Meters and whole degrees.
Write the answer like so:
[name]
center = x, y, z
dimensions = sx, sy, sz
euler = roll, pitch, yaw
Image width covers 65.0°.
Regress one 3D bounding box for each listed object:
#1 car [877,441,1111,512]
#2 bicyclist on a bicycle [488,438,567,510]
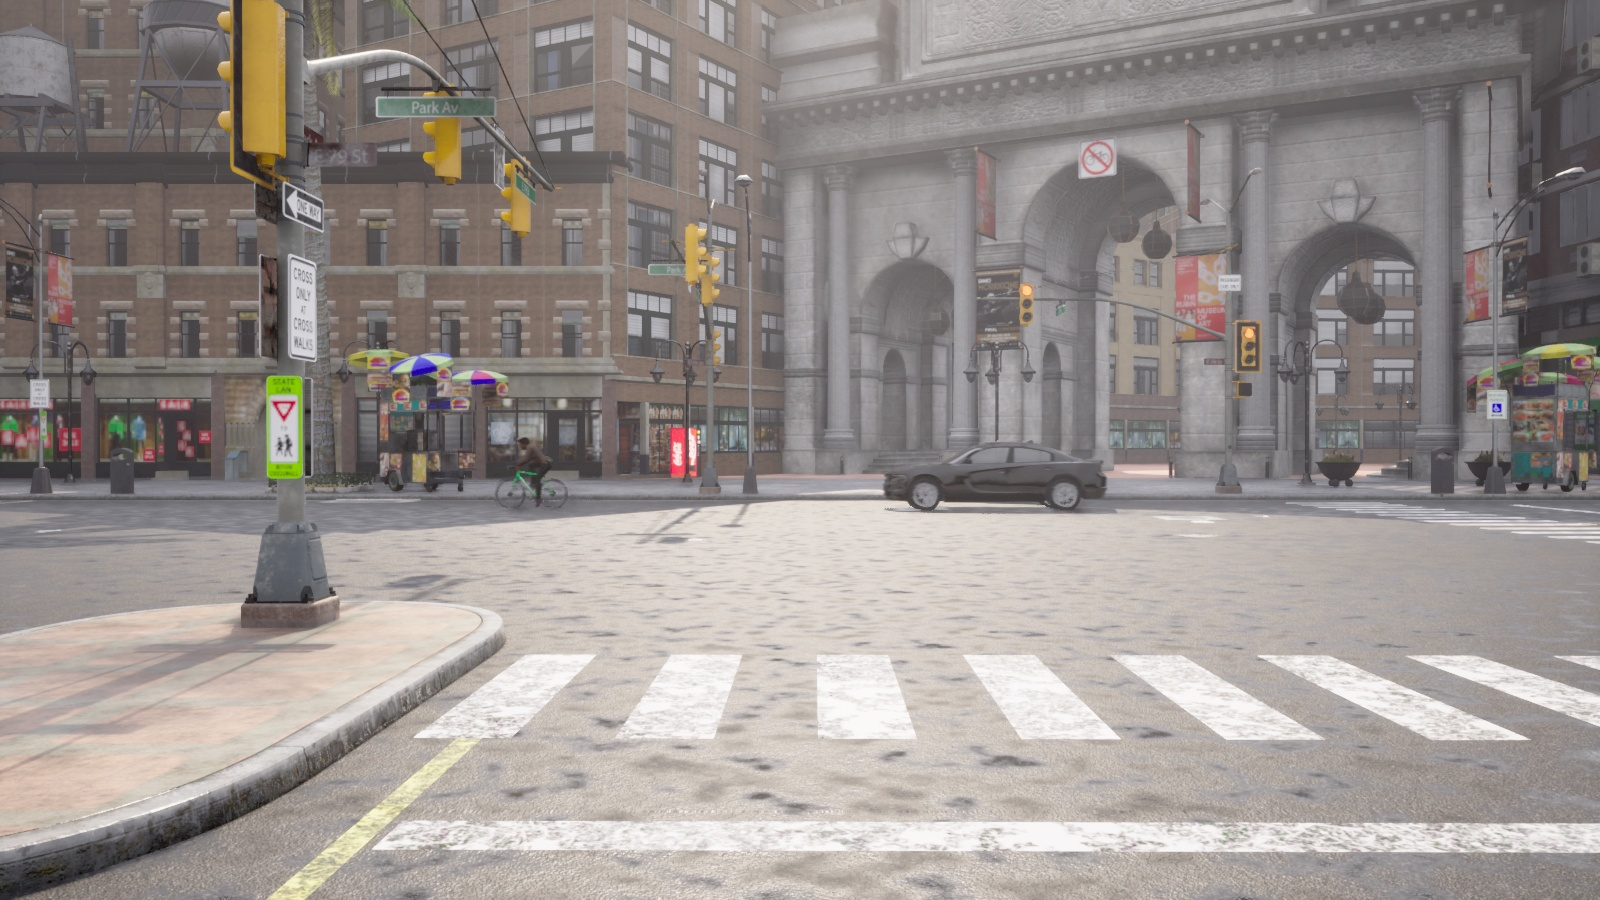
[car]
center = 4.293, 0.568, 28.354
dimensions = 5.008, 1.535, 1.882
euler = 0, 0, 1
[bicyclist on a bicycle]
center = -6.169, 0.533, 28.501
dimensions = 1.656, 1.620, 0.582
euler = 0, 0, 1
